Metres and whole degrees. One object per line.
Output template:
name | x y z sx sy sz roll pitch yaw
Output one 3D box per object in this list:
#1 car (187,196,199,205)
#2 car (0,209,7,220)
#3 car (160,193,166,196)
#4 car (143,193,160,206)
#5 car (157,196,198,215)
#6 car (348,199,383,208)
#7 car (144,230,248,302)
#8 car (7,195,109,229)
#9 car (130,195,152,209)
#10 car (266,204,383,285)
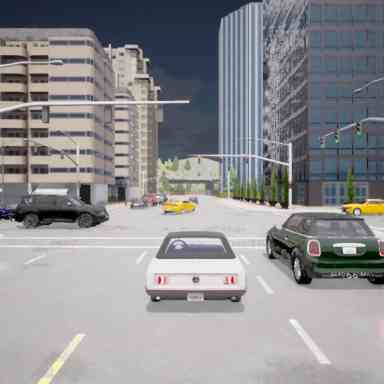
car | 0.175 1.547 61.728 2.033 1.411 5.357 0 0 0
car | -15.579 1.545 24.651 4.718 1.301 1.895 0 0 1
car | -6.961 1.221 64.685 2.150 2.045 5.566 0 0 2
car | -7.025 1.222 54.209 2.150 2.045 5.566 0 0 0
car | -1.227 1.431 34.032 1.882 1.535 5.008 1 0 23
car | 16.856 1.422 31.570 5.008 1.535 1.882 0 0 1
car | 0.085 1.601 8.201 1.895 1.301 4.718 0 0 0
car | -8.156 1.210 21.044 5.566 2.045 2.150 0 0 0
car | -7.044 1.491 44.637 2.128 1.511 4.902 0 0 0
car | 3.593 1.352 9.691 2.097 1.767 4.553 0 0 0
